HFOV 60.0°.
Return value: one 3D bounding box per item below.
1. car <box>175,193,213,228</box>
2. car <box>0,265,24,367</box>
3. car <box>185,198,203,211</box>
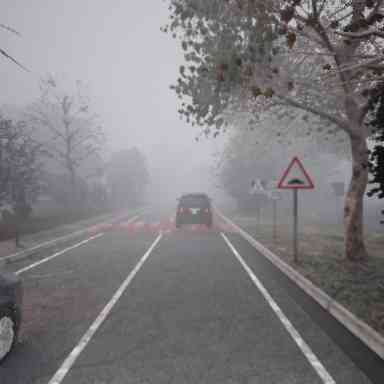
[{"bbox_3d":[0.132,1.051,21.098,2.150,2.045,5.566,1,3,0],"label":"car"},{"bbox_3d":[-3.344,1.506,2.913,1.837,1.490,4.892,0,0,0],"label":"car"},{"bbox_3d":[0.265,1.407,38.942,1.994,1.385,4.181,0,1,1],"label":"car"}]
